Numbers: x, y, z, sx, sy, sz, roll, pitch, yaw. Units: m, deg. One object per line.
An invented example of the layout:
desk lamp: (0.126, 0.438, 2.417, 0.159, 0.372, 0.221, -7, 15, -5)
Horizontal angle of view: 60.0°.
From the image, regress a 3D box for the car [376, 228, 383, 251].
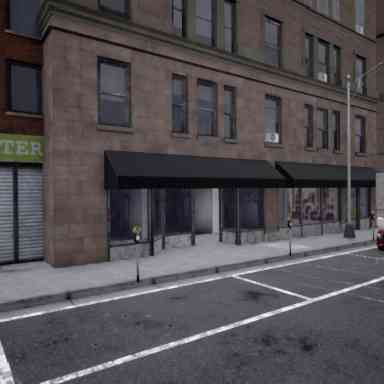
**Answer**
car: (8.866, 1.539, 12.865, 4.507, 1.381, 1.887, 0, -1, -35)
